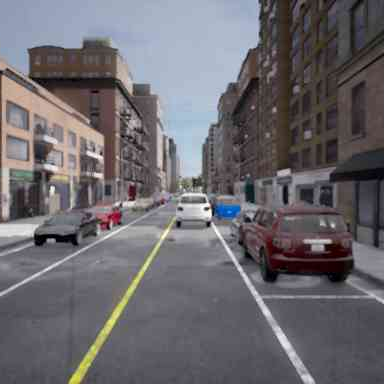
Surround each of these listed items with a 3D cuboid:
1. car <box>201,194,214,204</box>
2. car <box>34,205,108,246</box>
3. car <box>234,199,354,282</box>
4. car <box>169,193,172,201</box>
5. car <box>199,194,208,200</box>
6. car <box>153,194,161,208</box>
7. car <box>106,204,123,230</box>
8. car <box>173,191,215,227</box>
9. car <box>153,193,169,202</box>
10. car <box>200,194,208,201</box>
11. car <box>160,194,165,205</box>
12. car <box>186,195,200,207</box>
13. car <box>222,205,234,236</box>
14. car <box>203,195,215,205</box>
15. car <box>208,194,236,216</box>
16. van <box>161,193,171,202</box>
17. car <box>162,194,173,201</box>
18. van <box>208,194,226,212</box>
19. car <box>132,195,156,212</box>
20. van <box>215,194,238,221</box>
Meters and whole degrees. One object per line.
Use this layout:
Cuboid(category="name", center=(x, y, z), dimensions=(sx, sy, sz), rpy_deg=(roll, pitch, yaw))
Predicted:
Cuboid(category="car", center=(2.647, 1.173, 58.189), dimensions=(1.967, 1.590, 4.097), rpy_deg=(0, 0, 0))
Cuboid(category="car", center=(-5.409, 1.498, 14.937), dimensions=(1.947, 1.339, 4.313), rpy_deg=(0, 0, 0))
Cuboid(category="car", center=(2.702, 1.271, 9.533), dimensions=(2.192, 1.841, 5.009), rpy_deg=(0, 0, 0))
Cuboid(category="car", center=(-5.407, 1.290, 63.593), dimensions=(1.802, 1.307, 4.206), rpy_deg=(0, 0, 0))
Cuboid(category="car", center=(2.622, 1.185, 79.814), dimensions=(2.008, 1.369, 4.403), rpy_deg=(0, 0, 0))
Cuboid(category="car", center=(-5.408, 1.358, 41.968), dimensions=(2.008, 1.369, 4.403), rpy_deg=(0, 0, 0))
Cuboid(category="car", center=(-5.408, 1.452, 20.343), dimensions=(1.887, 1.381, 4.507), rpy_deg=(0, 0, 0))
Cuboid(category="car", center=(0.097, 1.122, 22.008), dimensions=(2.150, 2.045, 5.566), rpy_deg=(0, 0, 0))
Cuboid(category="car", center=(-5.407, 1.073, 52.779), dimensions=(2.192, 1.841, 5.009), rpy_deg=(0, 0, 0))
Cuboid(category="car", center=(2.628, 1.183, 74.578), dimensions=(1.752, 1.417, 4.829), rpy_deg=(0, 0, 0))
Cuboid(category="car", center=(-5.407, 1.349, 47.374), dimensions=(1.947, 1.339, 4.313), rpy_deg=(0, 0, 0))
Cuboid(category="car", center=(0.082, 1.262, 46.888), dimensions=(1.882, 1.535, 5.008), rpy_deg=(0, 0, 0))
Cuboid(category="car", center=(2.696, 1.482, 14.940), dimensions=(2.008, 1.369, 4.403), rpy_deg=(0, 0, 0))
Cuboid(category="car", center=(2.653, 1.282, 52.953), dimensions=(1.752, 1.417, 4.829), rpy_deg=(0, 0, 0))
Cuboid(category="car", center=(2.678, 1.172, 31.158), dimensions=(2.192, 1.841, 5.009), rpy_deg=(0, 0, 0))
Cuboid(category="van", center=(-5.407, 1.024, 68.998), dimensions=(1.690, 1.788, 3.998), rpy_deg=(0, 0, 0))
Cuboid(category="car", center=(-5.406, 1.210, 74.405), dimensions=(2.008, 1.369, 4.403), rpy_deg=(0, 0, 0))
Cuboid(category="van", center=(2.671, 1.173, 36.564), dimensions=(1.690, 1.788, 3.998), rpy_deg=(0, 0, 0))
Cuboid(category="car", center=(-5.408, 1.359, 36.392), dimensions=(1.752, 1.417, 4.829), rpy_deg=(0, 0, 0))
Cuboid(category="van", center=(2.684, 1.223, 25.751), dimensions=(1.690, 1.788, 3.998), rpy_deg=(0, 0, 0))
